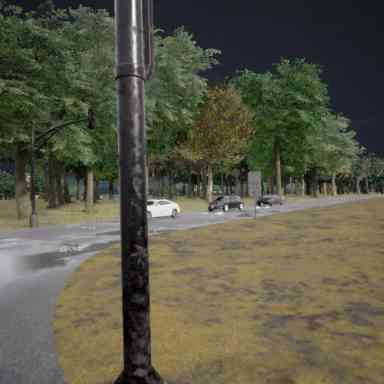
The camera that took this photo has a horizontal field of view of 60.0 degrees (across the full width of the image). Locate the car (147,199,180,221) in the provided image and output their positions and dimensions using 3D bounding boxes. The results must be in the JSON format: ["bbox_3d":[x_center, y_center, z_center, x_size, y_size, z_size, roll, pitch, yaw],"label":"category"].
[{"bbox_3d":[-2.779,1.268,24.469,1.812,1.442,4.674,-3,-1,37],"label":"car"}]

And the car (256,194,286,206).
[{"bbox_3d":[9.766,0.970,40.948,2.033,1.411,5.357,-3,-1,37],"label":"car"}]

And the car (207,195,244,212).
[{"bbox_3d":[3.354,1.087,32.537,1.837,1.490,4.892,-3,-1,37],"label":"car"}]
